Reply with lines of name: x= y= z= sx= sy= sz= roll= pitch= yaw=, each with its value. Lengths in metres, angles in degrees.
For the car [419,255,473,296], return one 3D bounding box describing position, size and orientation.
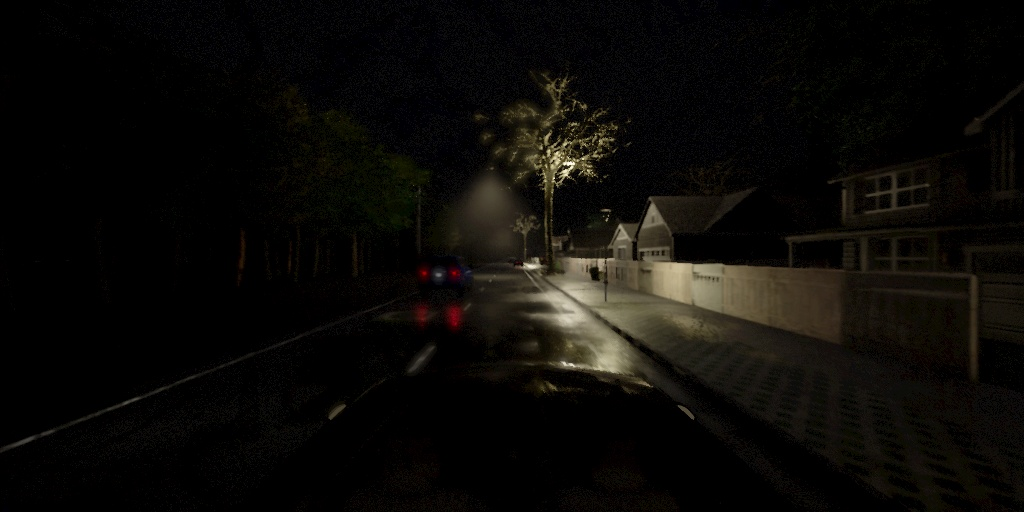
car: x=-3.404 y=0.980 z=19.307 sx=2.150 sy=2.045 sz=5.566 roll=0 pitch=0 yaw=0
